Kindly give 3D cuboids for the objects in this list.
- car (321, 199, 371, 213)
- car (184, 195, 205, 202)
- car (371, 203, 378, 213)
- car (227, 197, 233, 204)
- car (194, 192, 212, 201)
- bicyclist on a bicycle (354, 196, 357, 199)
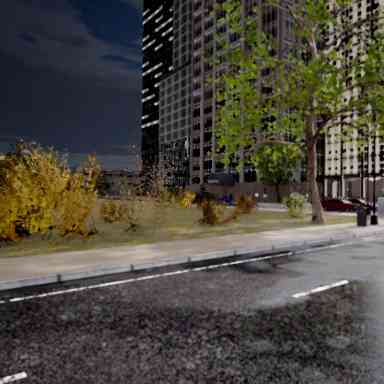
[{"bbox_3d":[15.053,1.404,33.697,1.812,1.442,4.674,1,0,-34],"label":"car"},{"bbox_3d":[0.528,1.360,73.053,2.033,1.411,5.357,1,0,-34],"label":"car"},{"bbox_3d":[17.772,1.448,35.479,1.812,1.442,4.674,1,0,-34],"label":"car"},{"bbox_3d":[6.097,1.492,64.744,1.812,1.442,4.674,1,0,-34],"label":"car"},{"bbox_3d":[2.470,1.067,52.489,2.150,2.045,5.566,1,0,-34],"label":"car"},{"bbox_3d":[23.111,1.361,47.017,1.656,1.620,0.582,1,0,-34],"label":"bicyclist on a bicycle"}]
